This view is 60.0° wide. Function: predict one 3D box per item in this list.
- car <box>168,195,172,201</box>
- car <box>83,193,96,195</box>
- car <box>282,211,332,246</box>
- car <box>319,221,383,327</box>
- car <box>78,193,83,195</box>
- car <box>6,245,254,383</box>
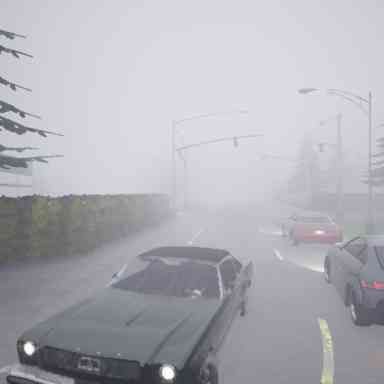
[{"bbox_3d":[-4.720,1.373,75.625,1.845,1.501,3.633,0,0,8],"label":"car"},{"bbox_3d":[-23.116,1.097,78.259,1.932,1.855,4.605,0,0,8],"label":"car"},{"bbox_3d":[5.299,1.564,15.098,1.994,1.385,4.181,0,0,8],"label":"car"},{"bbox_3d":[3.996,1.564,6.790,1.994,1.385,4.181,0,0,14],"label":"car"},{"bbox_3d":[-26.051,1.077,78.241,1.905,1.878,3.866,0,0,8],"label":"car"},{"bbox_3d":[-0.256,1.601,5.046,1.895,1.301,4.718,0,0,17],"label":"car"}]
